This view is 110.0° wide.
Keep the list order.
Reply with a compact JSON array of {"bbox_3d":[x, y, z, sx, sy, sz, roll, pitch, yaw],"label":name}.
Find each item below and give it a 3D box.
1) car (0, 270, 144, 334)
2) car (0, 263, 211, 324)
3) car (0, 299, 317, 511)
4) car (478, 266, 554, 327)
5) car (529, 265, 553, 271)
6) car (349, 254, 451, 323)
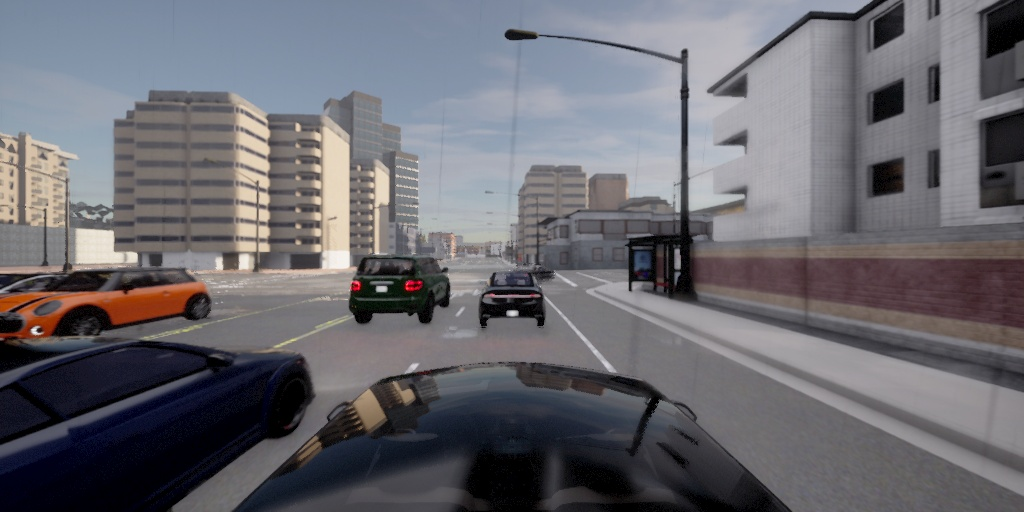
[{"bbox_3d":[-14.141,1.239,10.306,2.128,1.511,4.902,0,0,0],"label":"car"},{"bbox_3d":[-10.637,1.098,9.468,2.097,1.767,4.553,0,0,0],"label":"car"},{"bbox_3d":[-3.455,1.314,2.790,1.994,1.385,4.181,0,0,1],"label":"car"},{"bbox_3d":[-0.010,1.236,11.489,2.128,1.511,4.902,0,0,-1],"label":"car"},{"bbox_3d":[1.523,1.351,26.917,1.895,1.301,4.718,0,0,28],"label":"car"},{"bbox_3d":[-3.500,0.966,12.200,2.150,2.045,5.566,0,0,-1],"label":"car"}]
